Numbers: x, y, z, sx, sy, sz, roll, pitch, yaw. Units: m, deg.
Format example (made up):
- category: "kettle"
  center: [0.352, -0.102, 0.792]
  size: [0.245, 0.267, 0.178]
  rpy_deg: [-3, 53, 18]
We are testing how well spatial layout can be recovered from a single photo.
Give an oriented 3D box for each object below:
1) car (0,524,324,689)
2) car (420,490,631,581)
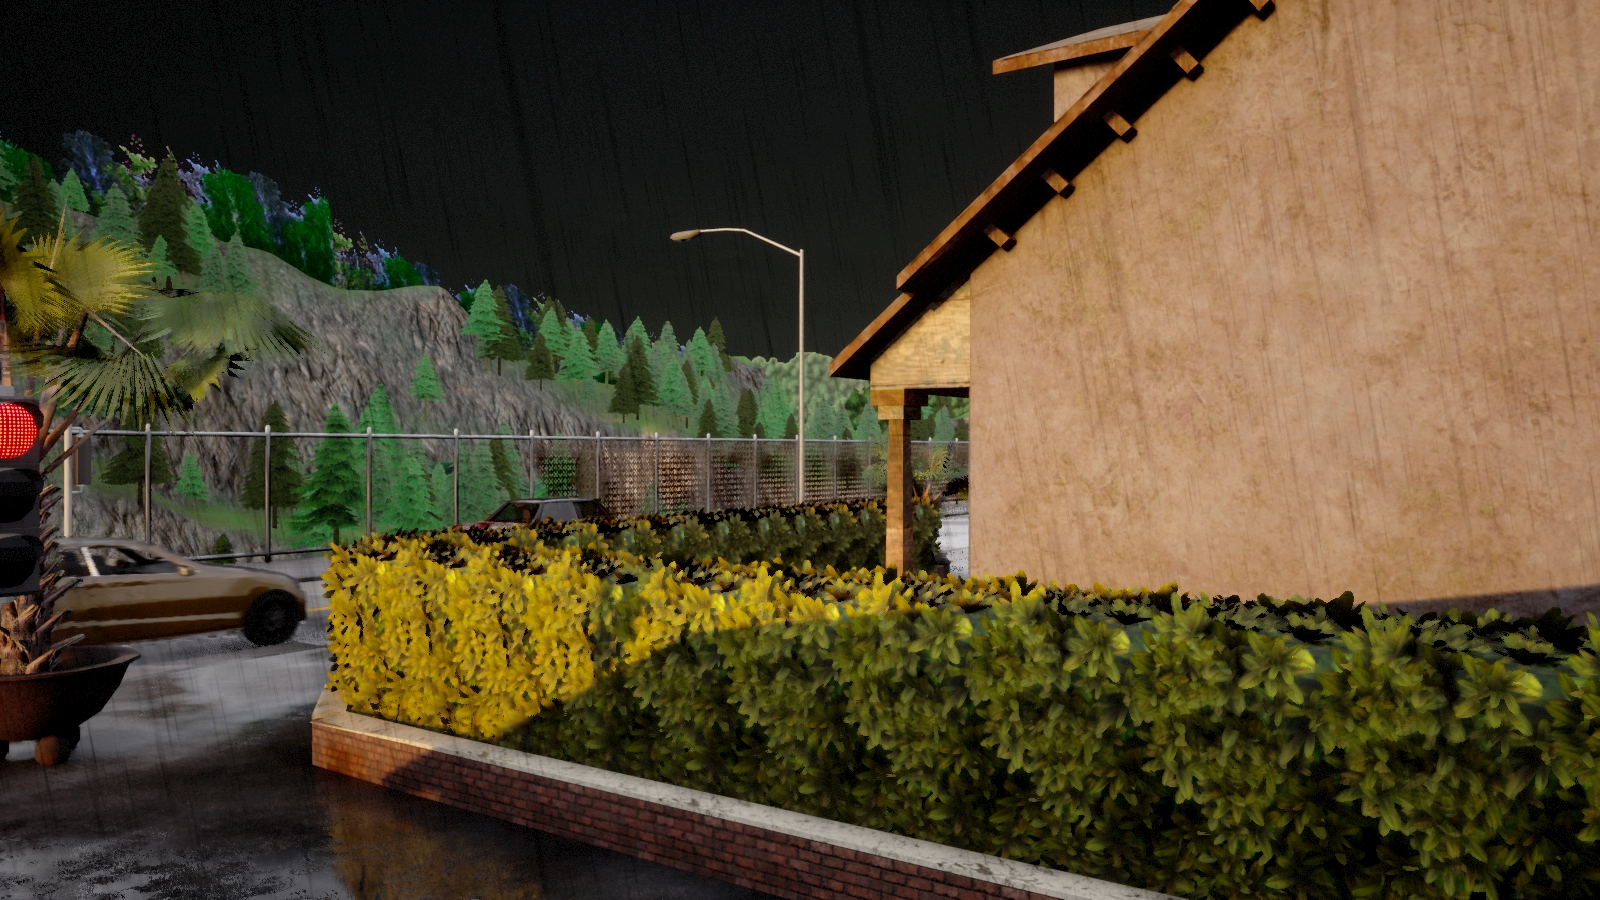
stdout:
- category: "car"
  center: [-9.363, 1.992, 15.443]
  size: [2.152, 1.651, 5.027]
  rpy_deg: [0, 0, 35]
- category: "car"
  center: [-6.312, 1.906, 26.765]
  size: [2.097, 1.767, 4.553]
  rpy_deg: [0, 0, 35]
